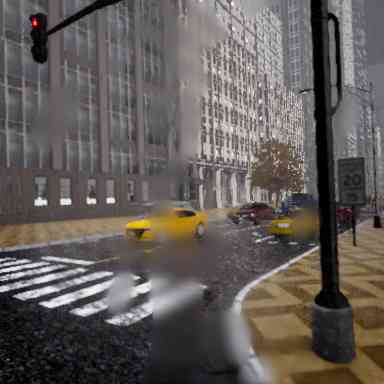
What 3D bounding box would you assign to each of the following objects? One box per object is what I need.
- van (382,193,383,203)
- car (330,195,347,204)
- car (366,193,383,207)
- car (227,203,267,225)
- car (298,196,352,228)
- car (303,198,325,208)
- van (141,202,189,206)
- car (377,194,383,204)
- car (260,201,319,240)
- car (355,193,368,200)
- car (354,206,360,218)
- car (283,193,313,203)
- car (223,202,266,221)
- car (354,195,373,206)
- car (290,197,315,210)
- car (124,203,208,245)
[{"bbox_3d":[33.788,0.962,57.034,1.690,1.788,3.998,-2,-1,35],"label":"van"},{"bbox_3d":[27.146,1.378,61.615,1.967,1.590,4.097,-2,-1,35],"label":"car"},{"bbox_3d":[24.302,1.214,43.433,1.752,1.417,4.829,-2,-1,35],"label":"car"},{"bbox_3d":[4.680,1.547,24.688,1.812,1.442,4.674,-3,-1,35],"label":"car"},{"bbox_3d":[8.267,1.257,20.366,1.967,1.590,4.097,-2,-1,35],"label":"car"},{"bbox_3d":[17.577,1.550,47.828,1.887,1.381,4.507,-2,-1,35],"label":"car"},{"bbox_3d":[-1.572,1.500,20.262,1.690,1.788,3.998,-2,-1,35],"label":"van"},{"bbox_3d":[30.579,1.084,52.464,1.967,1.590,4.097,-2,-1,35],"label":"car"},{"bbox_3d":[5.182,1.368,15.917,1.752,1.417,4.829,-2,-1,35],"label":"car"},{"bbox_3d":[43.096,1.150,84.591,2.192,1.841,5.009,-2,-1,35],"label":"car"},{"bbox_3d":[11.457,1.372,24.951,1.802,1.307,4.206,-2,-1,35],"label":"car"},{"bbox_3d":[10.811,1.192,33.532,2.150,2.045,5.566,-3,-1,34],"label":"car"},{"bbox_3d":[4.718,1.631,29.309,1.752,1.417,4.829,-2,-1,35],"label":"car"},{"bbox_3d":[25.977,1.237,50.195,1.882,1.535,5.008,-3,-1,35],"label":"car"},{"bbox_3d":[14.383,1.469,43.235,1.967,1.590,4.097,-2,-1,35],"label":"car"},{"bbox_3d":[-1.129,1.550,16.326,1.882,1.535,5.008,-3,-1,35],"label":"car"}]
